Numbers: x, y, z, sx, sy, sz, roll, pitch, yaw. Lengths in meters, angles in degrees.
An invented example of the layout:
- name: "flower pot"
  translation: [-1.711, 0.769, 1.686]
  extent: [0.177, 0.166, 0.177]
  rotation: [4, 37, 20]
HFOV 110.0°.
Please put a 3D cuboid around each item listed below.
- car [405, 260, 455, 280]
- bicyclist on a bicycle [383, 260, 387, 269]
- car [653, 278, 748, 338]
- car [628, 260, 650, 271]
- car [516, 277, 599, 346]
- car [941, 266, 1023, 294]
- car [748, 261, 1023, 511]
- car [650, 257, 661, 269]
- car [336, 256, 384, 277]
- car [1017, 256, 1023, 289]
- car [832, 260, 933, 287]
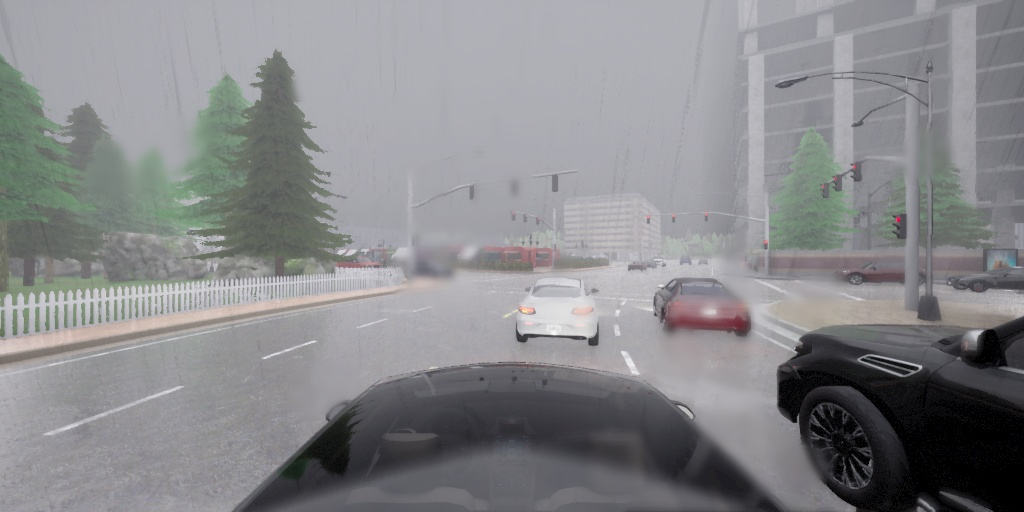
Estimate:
- name: "car"
  translation: [-7.306, 1.157, 31.952]
  extent: [4.553, 1.767, 2.097]
  rotation: [0, 0, 30]
- name: "bicyclist on a bicycle"
  translation: [-15.714, 1.258, 44.291]
  extent: [0.582, 1.620, 1.656]
  rotation: [0, 0, -22]
- name: "car"
  translation: [5.301, 1.314, 10.427]
  extent: [1.994, 1.385, 4.181]
  rotation: [0, 0, 17]
- name: "car"
  translation: [17.020, 1.351, 48.581]
  extent: [1.895, 1.301, 4.718]
  rotation: [0, 0, 29]
- name: "car"
  translation: [1.279, 1.276, 9.421]
  extent: [1.812, 1.442, 4.674]
  rotation: [0, 0, 11]
- name: "car"
  translation: [28.011, 1.331, 20.151]
  extent: [4.674, 1.442, 1.812]
  rotation: [0, 0, 29]
- name: "car"
  translation: [3.737, 0.971, 1.199]
  extent: [2.150, 2.045, 5.566]
  rotation: [0, 0, 0]
- name: "car"
  translation: [22.119, 1.297, 57.684]
  extent: [2.033, 1.411, 5.357]
  rotation: [0, 0, 30]
- name: "car"
  translation: [-15.658, 1.027, 36.699]
  extent: [5.566, 2.045, 2.150]
  rotation: [0, 0, 30]
- name: "car"
  translation: [34.261, 1.027, 20.651]
  extent: [5.566, 2.045, 2.150]
  rotation: [0, 0, 30]
- name: "car"
  translation: [25.926, 1.157, 25.385]
  extent: [4.553, 1.767, 2.097]
  rotation: [0, 0, 30]
